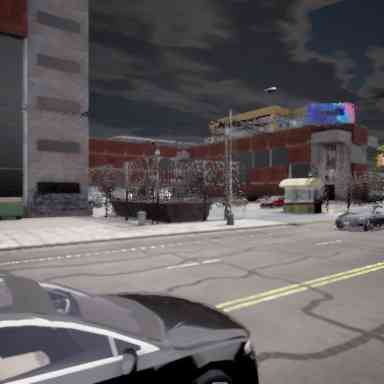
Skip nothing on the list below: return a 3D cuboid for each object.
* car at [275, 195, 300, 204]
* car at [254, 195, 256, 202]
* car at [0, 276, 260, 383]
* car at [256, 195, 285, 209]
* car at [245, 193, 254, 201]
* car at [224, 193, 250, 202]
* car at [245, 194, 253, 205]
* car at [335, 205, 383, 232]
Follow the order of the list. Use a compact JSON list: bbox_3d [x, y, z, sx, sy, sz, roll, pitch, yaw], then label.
[{"bbox_3d":[17.849,1.381,62.087,4.674,1.452,2.002,0,0,-36],"label":"car"},{"bbox_3d":[14.941,1.413,66.087,3.806,1.475,1.970,0,0,-36],"label":"car"},{"bbox_3d":[-1.560,1.490,2.636,4.902,1.511,2.128,0,0,-35],"label":"car"},{"bbox_3d":[10.946,1.228,43.023,4.553,1.767,2.185,0,0,-36],"label":"car"},{"bbox_3d":[12.034,1.360,70.230,4.786,1.482,2.161,0,0,-36],"label":"car"},{"bbox_3d":[9.834,1.190,72.951,5.566,2.045,2.435,0,0,-36],"label":"car"},{"bbox_3d":[6.467,1.380,49.162,4.193,1.474,1.816,0,0,-36],"label":"car"},{"bbox_3d":[10.627,1.510,20.181,4.674,1.442,1.812,0,0,-35],"label":"car"}]
